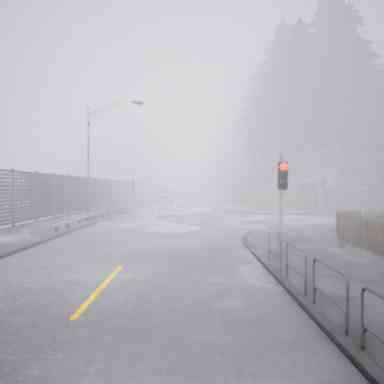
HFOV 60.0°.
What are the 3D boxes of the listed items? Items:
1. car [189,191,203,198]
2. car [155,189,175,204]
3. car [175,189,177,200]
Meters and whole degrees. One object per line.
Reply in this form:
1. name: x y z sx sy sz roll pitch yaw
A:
1. car: 0.832 0.551 75.554 1.812 1.442 4.674 0 1 26
2. car: -4.093 0.597 48.393 2.150 2.045 5.566 0 1 0
3. car: -4.026 0.382 64.805 2.150 2.045 5.566 0 1 0
